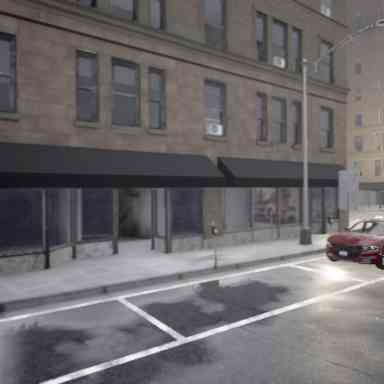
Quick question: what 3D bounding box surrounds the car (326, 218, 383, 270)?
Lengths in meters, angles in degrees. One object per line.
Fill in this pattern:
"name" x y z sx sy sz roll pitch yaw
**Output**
"car" 6.247 1.543 10.999 4.507 1.381 1.887 0 -1 -35
